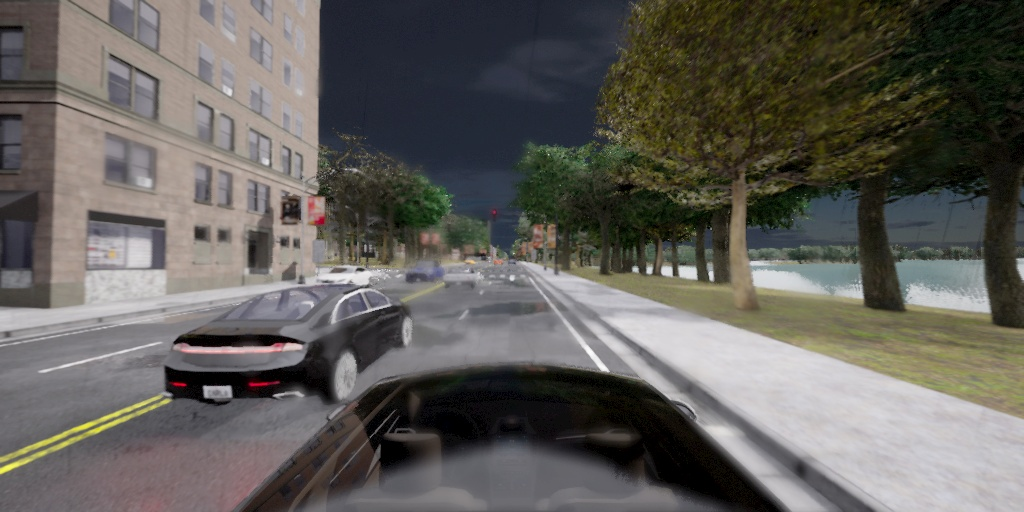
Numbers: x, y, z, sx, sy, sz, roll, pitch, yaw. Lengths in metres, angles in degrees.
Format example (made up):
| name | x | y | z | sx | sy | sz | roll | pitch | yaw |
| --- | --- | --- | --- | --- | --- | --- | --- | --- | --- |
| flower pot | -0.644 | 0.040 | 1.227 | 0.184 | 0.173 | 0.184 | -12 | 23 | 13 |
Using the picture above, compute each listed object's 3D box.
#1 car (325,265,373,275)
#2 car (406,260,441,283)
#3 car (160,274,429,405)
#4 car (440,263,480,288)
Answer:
| name | x | y | z | sx | sy | sz | roll | pitch | yaw |
| --- | --- | --- | --- | --- | --- | --- | --- | --- | --- |
| car | -9.837 | 1.278 | 21.420 | 1.812 | 1.442 | 4.674 | 0 | 0 | 0 |
| car | -6.559 | 1.106 | 27.428 | 2.097 | 1.767 | 4.553 | 0 | 0 | 0 |
| car | -3.149 | 1.243 | 6.264 | 2.128 | 1.511 | 4.902 | 0 | 0 | 0 |
| car | -3.148 | 1.352 | 23.429 | 1.895 | 1.301 | 4.718 | 0 | 0 | 0 |
